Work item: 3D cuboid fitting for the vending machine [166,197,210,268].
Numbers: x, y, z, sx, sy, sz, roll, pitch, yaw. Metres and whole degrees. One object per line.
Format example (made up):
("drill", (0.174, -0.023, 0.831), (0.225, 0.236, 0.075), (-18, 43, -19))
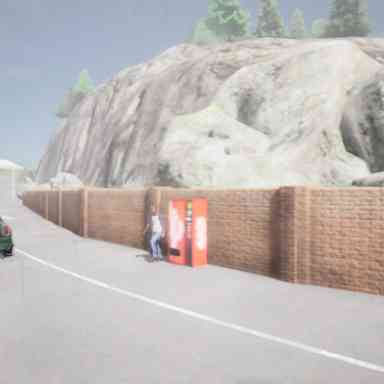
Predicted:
("vending machine", (-0.120, 1.212, 10.603), (0.880, 2.100, 1.100), (0, 0, 43))

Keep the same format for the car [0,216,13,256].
("car", (-8.184, 1.332, 12.225), (2.097, 1.767, 4.553), (0, 0, -41))

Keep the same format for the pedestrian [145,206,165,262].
("pedestrian", (-1.145, 1.306, 10.596), (0.375, 1.860, 0.375), (0, 0, 44))
